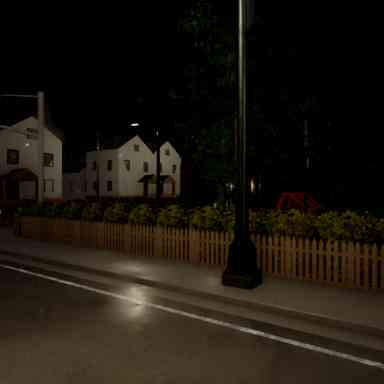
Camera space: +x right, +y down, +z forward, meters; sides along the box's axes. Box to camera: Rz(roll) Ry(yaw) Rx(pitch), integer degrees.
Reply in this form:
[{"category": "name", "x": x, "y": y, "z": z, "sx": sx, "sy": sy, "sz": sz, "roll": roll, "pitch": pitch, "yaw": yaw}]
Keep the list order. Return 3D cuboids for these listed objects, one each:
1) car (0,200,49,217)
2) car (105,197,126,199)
[{"category": "car", "x": -15.037, "y": 1.491, "z": 30.641, "sx": 2.128, "sy": 1.511, "sz": 4.902, "roll": 0, "pitch": 0, "yaw": 35}, {"category": "car", "x": -9.389, "y": 1.352, "z": 38.811, "sx": 2.097, "sy": 1.767, "sz": 4.553, "roll": 0, "pitch": 0, "yaw": 35}]
